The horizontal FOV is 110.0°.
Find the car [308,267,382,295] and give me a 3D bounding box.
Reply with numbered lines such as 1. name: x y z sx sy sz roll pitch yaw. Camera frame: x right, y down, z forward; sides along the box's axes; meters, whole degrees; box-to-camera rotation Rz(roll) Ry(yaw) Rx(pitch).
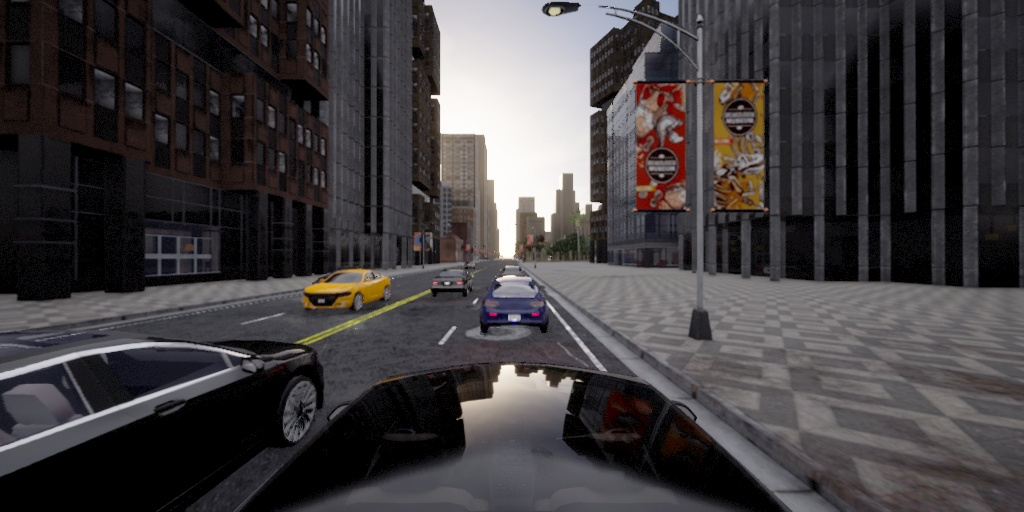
1. car: -9.925 1.417 21.886 2.033 1.411 5.357 0 0 0

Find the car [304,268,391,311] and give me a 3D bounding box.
1. car: -6.648 1.307 14.984 1.882 1.535 5.008 0 0 0

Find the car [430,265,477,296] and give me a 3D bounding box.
1. car: -3.216 1.406 20.030 2.033 1.411 5.357 0 0 -1

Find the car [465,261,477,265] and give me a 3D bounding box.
1. car: -6.717 1.585 58.585 1.837 1.490 4.892 0 0 0

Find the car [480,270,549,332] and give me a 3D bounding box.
1. car: 0.056 1.331 10.993 1.812 1.442 4.674 0 0 0

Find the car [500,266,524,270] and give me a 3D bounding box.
1. car: 0.003 1.466 27.557 1.994 1.385 4.181 0 0 0

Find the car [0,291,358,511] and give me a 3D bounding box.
1. car: -3.151 1.247 2.341 2.128 1.511 4.902 0 0 0
